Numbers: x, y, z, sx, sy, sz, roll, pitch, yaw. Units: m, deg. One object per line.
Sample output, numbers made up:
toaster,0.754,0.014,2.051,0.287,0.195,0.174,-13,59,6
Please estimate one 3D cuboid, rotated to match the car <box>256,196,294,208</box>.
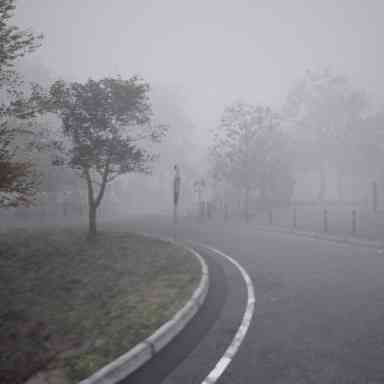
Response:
car,9.419,1.181,37.947,4.181,1.385,1.994,-1,0,19
